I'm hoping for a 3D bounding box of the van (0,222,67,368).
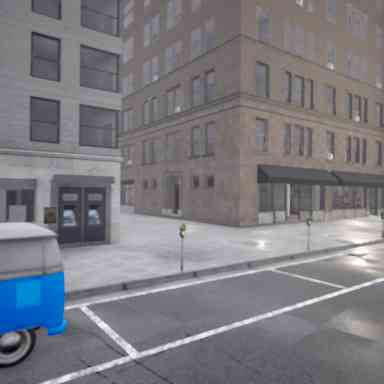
[{"bbox_3d":[-3.669,1.340,4.135,3.998,1.788,1.690,0,1,-35],"label":"van"}]
